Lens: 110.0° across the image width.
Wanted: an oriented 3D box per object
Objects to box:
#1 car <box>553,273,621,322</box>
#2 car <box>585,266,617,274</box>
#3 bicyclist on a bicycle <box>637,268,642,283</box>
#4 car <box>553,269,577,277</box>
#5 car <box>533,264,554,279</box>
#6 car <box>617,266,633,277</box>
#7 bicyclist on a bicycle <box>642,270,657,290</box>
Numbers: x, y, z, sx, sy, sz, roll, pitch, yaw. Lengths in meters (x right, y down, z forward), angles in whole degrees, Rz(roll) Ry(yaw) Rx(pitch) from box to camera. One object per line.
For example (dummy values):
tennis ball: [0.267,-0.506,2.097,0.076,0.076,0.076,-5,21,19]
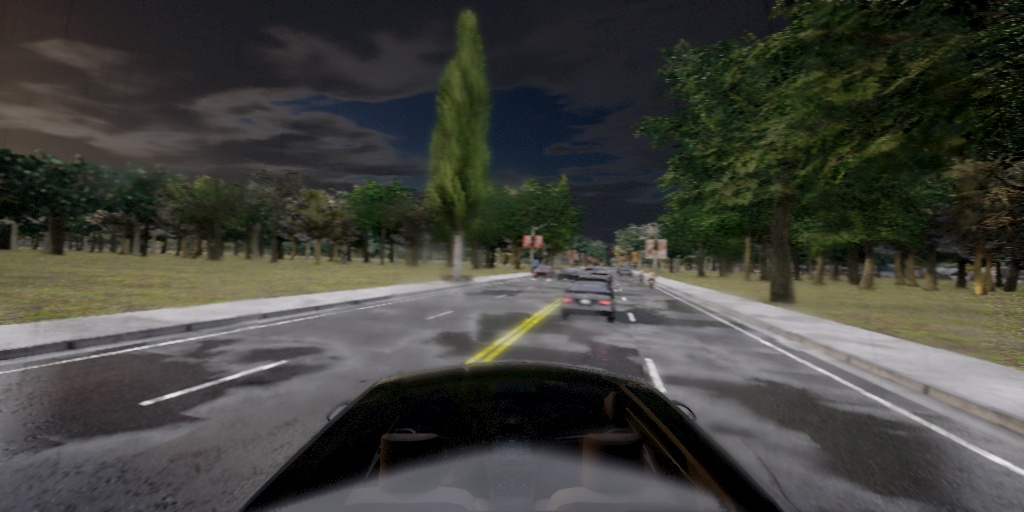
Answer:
car: [2.995,1.559,13.770,2.033,1.411,5.357,2,-1,15]
car: [8.052,1.921,32.361,2.128,1.511,4.902,2,-1,15]
bicyclist on a bicycle: [14.070,2.157,39.017,0.866,1.612,1.509,2,-1,15]
car: [5.866,2.027,37.483,1.895,1.301,4.718,2,-1,15]
car: [3.853,1.777,42.425,2.097,1.767,4.553,2,-1,15]
car: [18.337,2.608,57.821,2.128,1.511,4.902,2,-1,15]
bicyclist on a bicycle: [11.464,1.941,29.428,0.866,1.612,1.509,2,-1,15]
